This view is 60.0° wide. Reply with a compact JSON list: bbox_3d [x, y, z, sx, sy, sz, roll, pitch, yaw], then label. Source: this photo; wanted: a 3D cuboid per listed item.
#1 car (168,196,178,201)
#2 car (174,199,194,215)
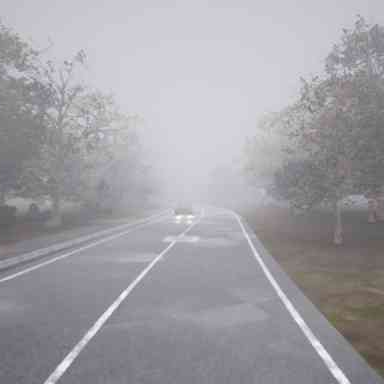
[{"bbox_3d":[-4.377,1.644,78.025,2.097,1.767,4.553,2,-1,-14],"label":"car"},{"bbox_3d":[-0.799,1.815,36.631,1.994,1.385,4.181,0,0,3],"label":"car"}]
